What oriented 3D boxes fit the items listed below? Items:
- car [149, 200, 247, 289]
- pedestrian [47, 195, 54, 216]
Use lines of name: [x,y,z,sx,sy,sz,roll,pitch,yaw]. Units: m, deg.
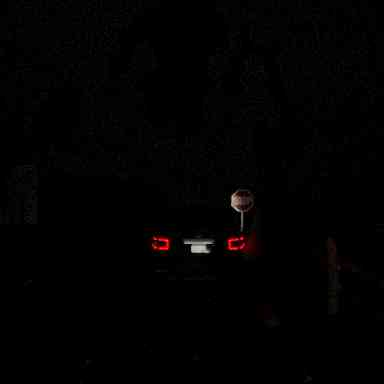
car: [0.110,1.225,9.349,2.150,2.045,5.566,0,0,-1]
pedestrian: [-12.100,1.144,28.364,0.375,1.860,0.375,0,-2,0]
